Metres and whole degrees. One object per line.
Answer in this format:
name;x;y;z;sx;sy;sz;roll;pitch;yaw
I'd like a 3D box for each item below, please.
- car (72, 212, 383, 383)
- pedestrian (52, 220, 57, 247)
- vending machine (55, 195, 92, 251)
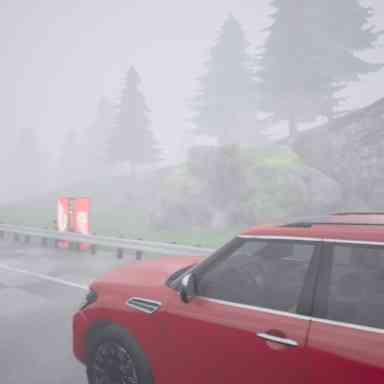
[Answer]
car;1.276;1.221;3.082;5.566;2.045;2.150;0;0;36
pedestrian;-5.678;1.672;13.815;0.500;1.100;0.500;0;0;36
vending machine;-4.767;1.194;13.421;0.880;2.100;1.100;0;0;36
